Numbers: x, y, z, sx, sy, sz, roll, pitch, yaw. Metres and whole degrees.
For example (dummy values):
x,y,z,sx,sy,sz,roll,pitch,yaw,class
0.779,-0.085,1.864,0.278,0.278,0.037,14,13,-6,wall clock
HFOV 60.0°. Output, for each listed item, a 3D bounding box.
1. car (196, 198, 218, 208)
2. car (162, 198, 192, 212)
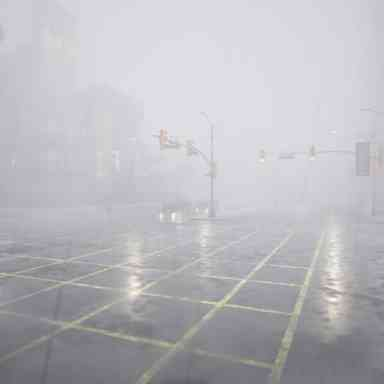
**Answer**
x,y,z,sx,sy,sz,roll,pitch,yaw,class
2.279,1.601,48.694,1.895,1.301,4.718,0,0,23,car
-1.704,1.478,39.288,1.882,1.535,5.008,0,0,25,car
